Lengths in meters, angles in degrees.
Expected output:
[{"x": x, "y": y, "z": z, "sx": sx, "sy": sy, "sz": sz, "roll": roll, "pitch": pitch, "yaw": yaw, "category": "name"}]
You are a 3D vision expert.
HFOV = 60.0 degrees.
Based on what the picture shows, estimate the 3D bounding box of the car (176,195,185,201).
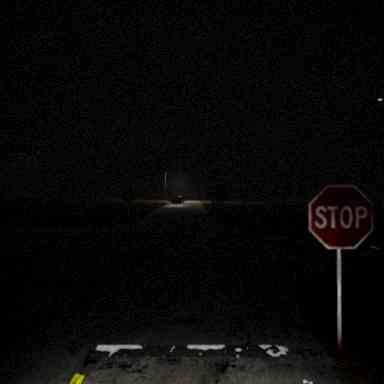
[{"x": -2.764, "y": 1.494, "z": 79.224, "sx": 2.033, "sy": 1.411, "sz": 5.357, "roll": 0, "pitch": 0, "yaw": 0, "category": "car"}]

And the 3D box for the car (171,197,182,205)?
[{"x": -2.760, "y": 1.611, "z": 59.834, "sx": 1.895, "sy": 1.301, "sz": 4.718, "roll": 0, "pitch": 0, "yaw": 0, "category": "car"}]
